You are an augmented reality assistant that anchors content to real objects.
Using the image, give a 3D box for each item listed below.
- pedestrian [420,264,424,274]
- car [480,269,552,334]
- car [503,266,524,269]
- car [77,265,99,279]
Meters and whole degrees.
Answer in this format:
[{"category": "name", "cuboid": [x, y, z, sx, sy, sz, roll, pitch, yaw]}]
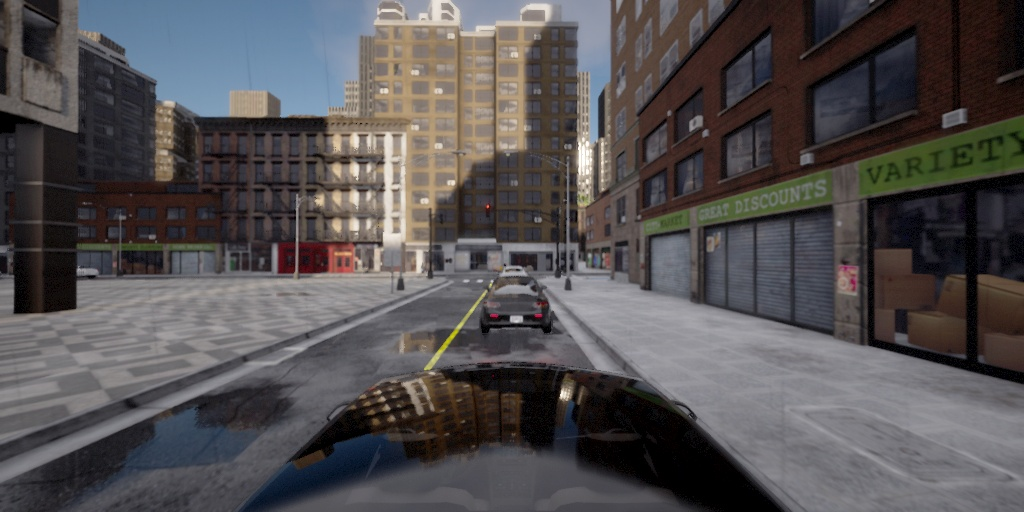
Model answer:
[{"category": "pedestrian", "cuboid": [-10.164, 1.068, 40.383, 0.375, 1.860, 0.375, 0, 0, -1]}, {"category": "car", "cuboid": [0.095, 1.298, 10.612, 1.812, 1.442, 4.674, 0, 0, 0]}, {"category": "car", "cuboid": [0.089, 1.322, 21.997, 1.812, 1.442, 4.674, 0, 0, -1]}, {"category": "car", "cuboid": [-45.414, 1.669, 36.851, 4.674, 1.442, 1.812, 0, 0, 0]}]
